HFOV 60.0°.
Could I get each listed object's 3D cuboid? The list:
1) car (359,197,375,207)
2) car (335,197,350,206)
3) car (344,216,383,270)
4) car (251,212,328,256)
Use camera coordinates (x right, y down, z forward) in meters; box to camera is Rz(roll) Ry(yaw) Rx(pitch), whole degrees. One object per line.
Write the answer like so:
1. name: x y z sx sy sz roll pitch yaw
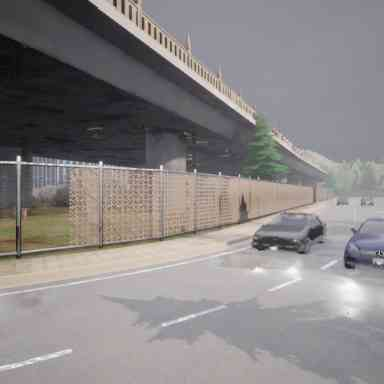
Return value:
1. car: 27.661 1.494 52.556 2.128 1.511 4.902 0 0 26
2. car: 24.631 1.540 54.320 1.837 1.490 4.892 0 0 26
3. car: 6.172 1.526 10.485 1.812 1.442 4.674 0 0 35
4. car: 4.228 1.547 13.652 2.033 1.411 5.357 0 0 33
